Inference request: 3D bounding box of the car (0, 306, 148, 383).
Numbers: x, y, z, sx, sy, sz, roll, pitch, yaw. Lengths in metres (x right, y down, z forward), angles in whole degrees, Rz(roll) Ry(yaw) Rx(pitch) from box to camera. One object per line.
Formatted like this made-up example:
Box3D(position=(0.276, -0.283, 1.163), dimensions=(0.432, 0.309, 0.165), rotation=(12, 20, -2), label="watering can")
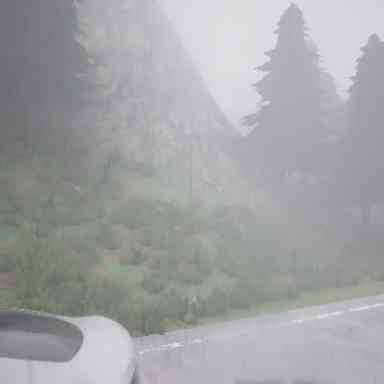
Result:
Box3D(position=(-2.500, 1.505, 1.823), dimensions=(4.674, 1.442, 1.812), rotation=(1, -1, -32), label="car")
